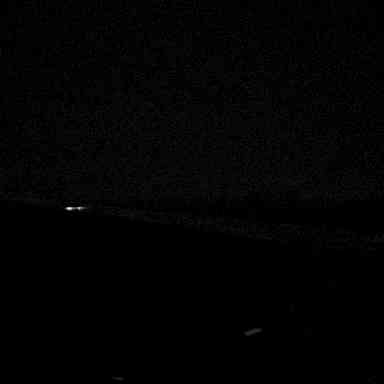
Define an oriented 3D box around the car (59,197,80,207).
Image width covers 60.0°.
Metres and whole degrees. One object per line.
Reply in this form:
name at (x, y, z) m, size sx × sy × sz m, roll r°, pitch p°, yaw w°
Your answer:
car at (-18.559, 1.525, 50.111) m, size 2.033 × 1.411 × 5.357 m, roll -1°, pitch 1°, yaw -35°
